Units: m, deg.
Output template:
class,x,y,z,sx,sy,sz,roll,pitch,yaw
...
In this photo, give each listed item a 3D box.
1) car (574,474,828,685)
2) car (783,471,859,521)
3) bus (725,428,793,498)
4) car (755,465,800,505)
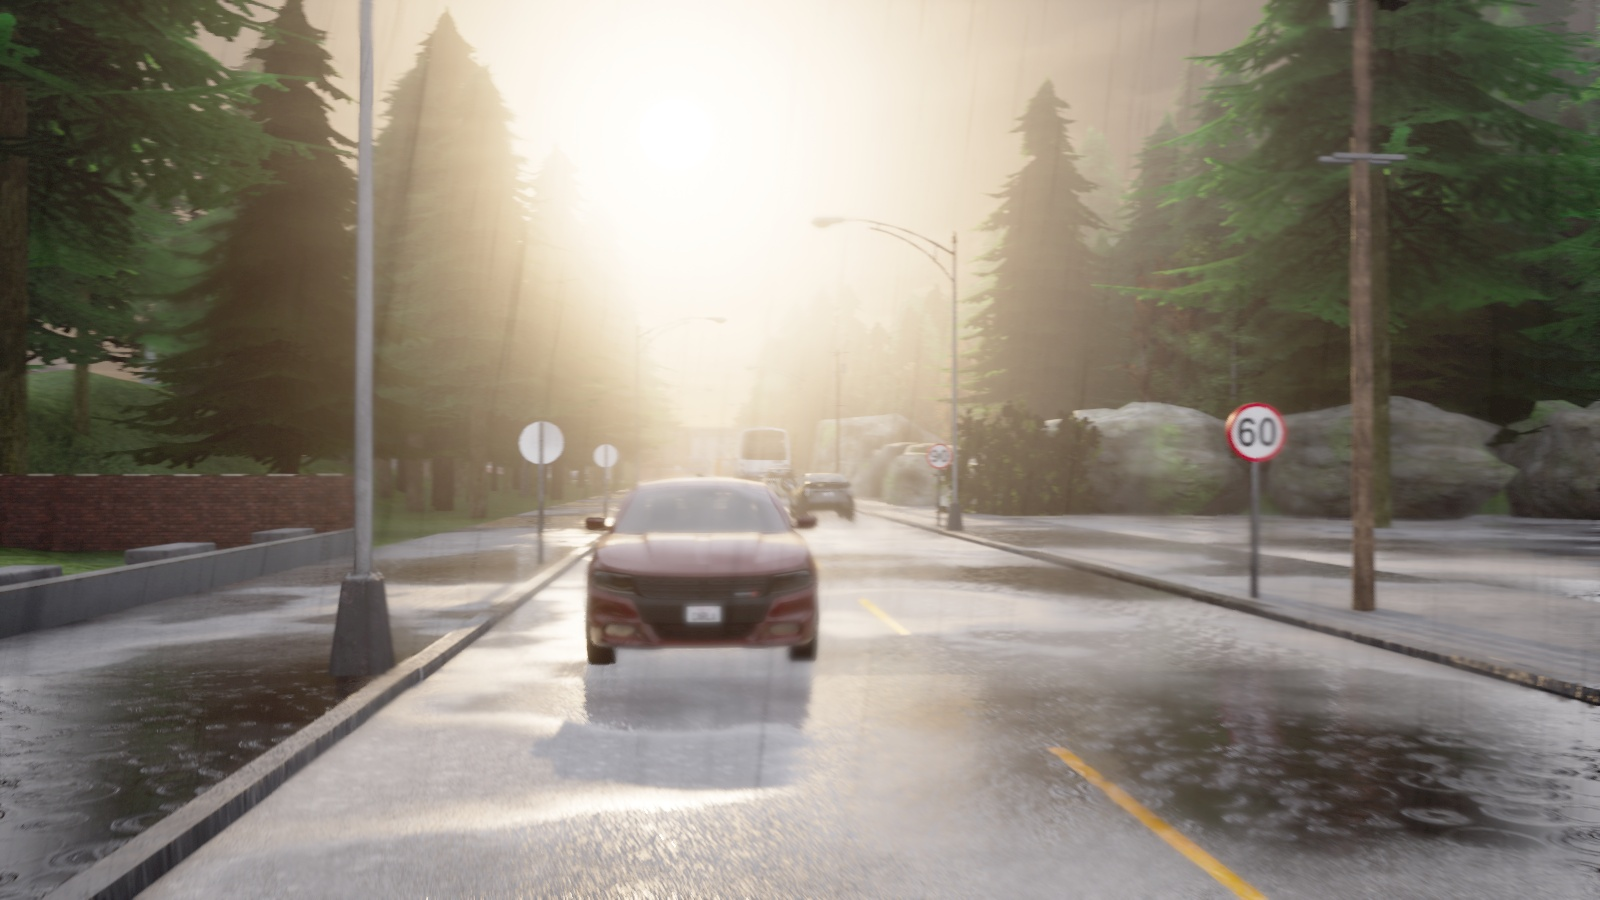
class,x,y,z,sx,sy,sz,roll,pitch,yaw
car,-0.939,1.003,11.852,1.882,1.535,5.008,0,-1,-5
car,0.627,1.459,40.955,2.007,1.525,4.514,0,-1,-5
bus,-2.805,0.869,82.290,3.944,4.253,10.273,0,-1,-5
car,-1.137,1.707,62.223,1.932,1.855,4.605,0,-1,-5
